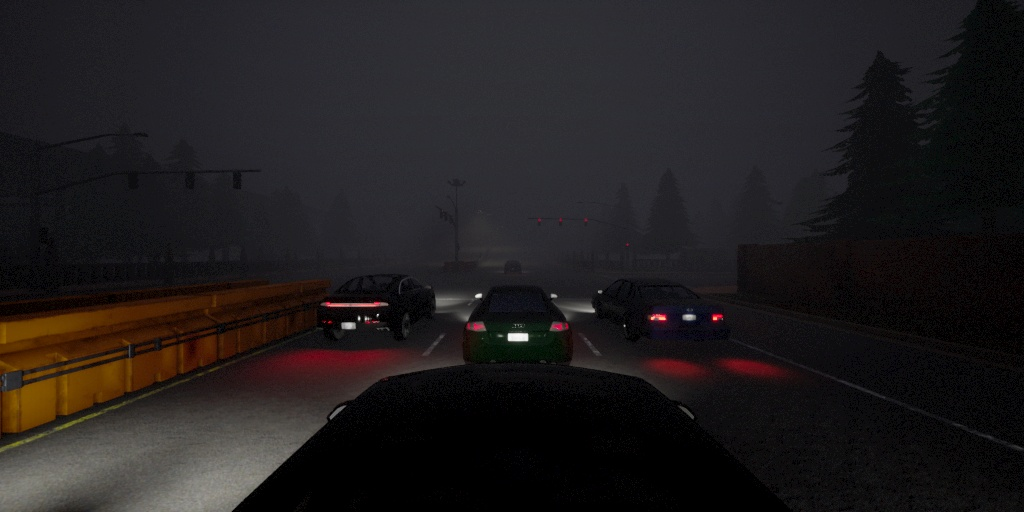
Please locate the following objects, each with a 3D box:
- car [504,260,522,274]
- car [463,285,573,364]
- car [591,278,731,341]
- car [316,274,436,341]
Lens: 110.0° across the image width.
[{"bbox_3d":[0.100,1.227,41.374,1.882,1.535,5.008,0,0,0],"label":"car"},{"bbox_3d":[0.099,1.314,7.936,1.994,1.385,4.181,0,0,0],"label":"car"},{"bbox_3d":[3.600,1.297,9.793,2.033,1.411,5.357,0,0,0],"label":"car"},{"bbox_3d":[-3.400,1.241,9.887,2.128,1.511,4.902,0,0,0],"label":"car"}]
